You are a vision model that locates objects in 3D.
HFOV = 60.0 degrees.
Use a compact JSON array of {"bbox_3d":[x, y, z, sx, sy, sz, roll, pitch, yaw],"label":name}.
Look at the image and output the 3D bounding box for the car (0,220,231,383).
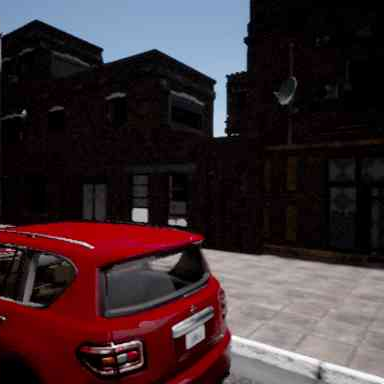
[{"bbox_3d":[-1.915,1.301,4.223,5.009,1.841,2.192,0,1,36],"label":"car"}]
